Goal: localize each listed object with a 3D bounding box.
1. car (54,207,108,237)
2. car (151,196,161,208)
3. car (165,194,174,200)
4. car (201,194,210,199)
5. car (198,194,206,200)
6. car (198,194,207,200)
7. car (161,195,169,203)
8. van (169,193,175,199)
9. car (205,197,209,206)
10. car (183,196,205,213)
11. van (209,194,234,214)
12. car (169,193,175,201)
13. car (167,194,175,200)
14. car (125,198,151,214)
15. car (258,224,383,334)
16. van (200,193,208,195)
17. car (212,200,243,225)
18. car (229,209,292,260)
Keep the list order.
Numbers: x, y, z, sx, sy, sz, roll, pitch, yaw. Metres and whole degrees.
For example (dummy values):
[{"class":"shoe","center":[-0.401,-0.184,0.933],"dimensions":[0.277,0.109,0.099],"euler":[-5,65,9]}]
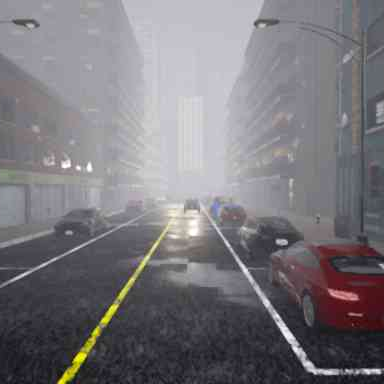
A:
[{"class":"car","center":[-5.698,1.508,17.595],"dimensions":[1.947,1.339,4.313],"euler":[0,0,0]},{"class":"car","center":[-5.698,1.440,45.213],"dimensions":[1.802,1.307,4.206],"euler":[0,0,0]},{"class":"car","center":[-5.698,1.299,83.876],"dimensions":[1.887,1.381,4.507],"euler":[0,0,0]},{"class":"car","center":[2.682,1.367,50.893],"dimensions":[1.752,1.417,4.829],"euler":[-1,0,0]},{"class":"car","center":[2.683,1.291,89.387],"dimensions":[2.008,1.369,4.403],"euler":[-1,0,0]},{"class":"car","center":[2.683,1.305,83.863],"dimensions":[2.008,1.369,4.403],"euler":[-1,0,0]},{"class":"car","center":[-5.699,1.338,61.613],"dimensions":[1.752,1.417,4.829],"euler":[0,0,0]},{"class":"van","center":[-5.700,1.068,94.923],"dimensions":[1.690,1.788,3.998],"euler":[-1,0,0]},{"class":"car","center":[2.683,1.457,34.153],"dimensions":[1.947,1.339,4.313],"euler":[0,0,0]},{"class":"car","center":[-0.001,1.434,35.575],"dimensions":[2.033,1.411,5.357],"euler":[0,0,0]},{"class":"van","center":[2.681,1.249,28.629],"dimensions":[1.690,1.788,3.998],"euler":[0,0,0]},{"class":"car","center":[-5.698,1.334,78.353],"dimensions":[1.947,1.339,4.313],"euler":[0,0,0]},{"class":"car","center":[-5.698,1.285,89.400],"dimensions":[1.887,1.381,4.507],"euler":[-1,0,0]},{"class":"car","center":[-5.698,1.436,34.166],"dimensions":[1.887,1.381,4.507],"euler":[0,0,0]},{"class":"car","center":[2.683,1.560,6.536],"dimensions":[1.802,1.307,4.206],"euler":[0,0,0]},{"class":"van","center":[2.681,1.153,61.770],"dimensions":[1.690,1.788,3.998],"euler":[-1,0,0]},{"class":"car","center":[2.683,1.469,23.106],"dimensions":[1.887,1.381,4.507],"euler":[0,0,0]},{"class":"car","center":[2.683,1.525,12.059],"dimensions":[1.947,1.339,4.313],"euler":[0,0,0]}]
